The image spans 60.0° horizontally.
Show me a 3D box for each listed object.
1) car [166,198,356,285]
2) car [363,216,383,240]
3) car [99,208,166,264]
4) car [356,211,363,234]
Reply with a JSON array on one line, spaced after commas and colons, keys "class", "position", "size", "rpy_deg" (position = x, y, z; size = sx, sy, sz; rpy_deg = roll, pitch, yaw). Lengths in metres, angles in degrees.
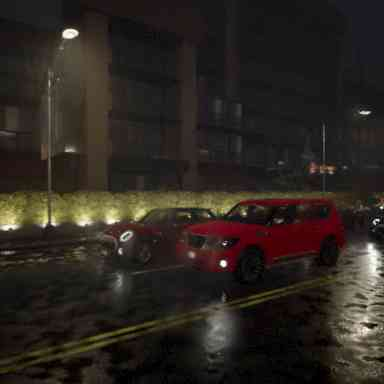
[{"class": "car", "position": [2.256, 1.221, 9.871], "size": [5.566, 2.045, 2.150], "rpy_deg": [0, 0, -35]}, {"class": "car", "position": [10.356, 1.348, 15.533], "size": [4.553, 1.767, 2.097], "rpy_deg": [0, 0, -35]}, {"class": "car", "position": [-0.933, 1.349, 11.903], "size": [4.553, 1.767, 2.097], "rpy_deg": [0, 0, -35]}, {"class": "car", "position": [7.167, 1.486, 17.584], "size": [4.902, 1.511, 2.128], "rpy_deg": [0, 0, -35]}]
